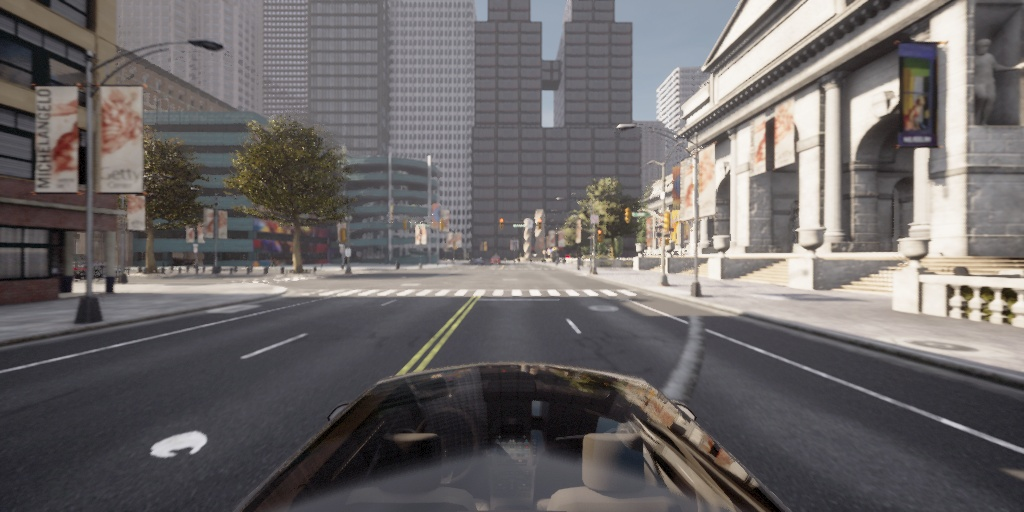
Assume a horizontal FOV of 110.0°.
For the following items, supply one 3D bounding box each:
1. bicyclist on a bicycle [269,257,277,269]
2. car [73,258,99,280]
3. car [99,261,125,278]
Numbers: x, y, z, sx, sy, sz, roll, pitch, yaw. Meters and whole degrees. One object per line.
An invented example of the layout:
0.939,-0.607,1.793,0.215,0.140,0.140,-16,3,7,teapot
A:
-34.218,0.992,51.345,0.582,1.620,1.656,0,0,0,bicyclist on a bicycle
-36.463,1.173,28.370,5.008,1.535,1.882,0,0,0,car
-37.394,1.184,31.870,4.902,1.511,2.128,0,0,0,car
